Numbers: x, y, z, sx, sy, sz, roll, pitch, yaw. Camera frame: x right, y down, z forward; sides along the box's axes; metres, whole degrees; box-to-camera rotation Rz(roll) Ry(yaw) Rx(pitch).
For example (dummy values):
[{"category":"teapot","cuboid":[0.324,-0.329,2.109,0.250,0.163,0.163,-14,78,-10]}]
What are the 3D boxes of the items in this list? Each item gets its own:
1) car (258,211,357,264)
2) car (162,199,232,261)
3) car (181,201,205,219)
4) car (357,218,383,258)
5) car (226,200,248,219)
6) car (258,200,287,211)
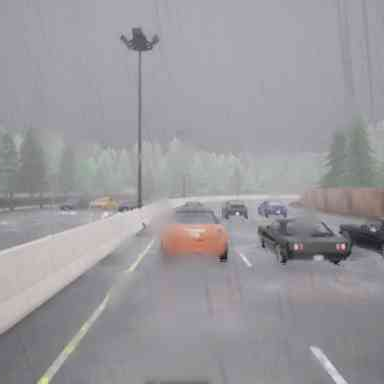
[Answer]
[{"category":"car","cuboid":[3.593,1.574,11.638,1.895,1.301,4.718,0,0,0]},{"category":"car","cuboid":[0.092,1.324,12.278,2.097,1.767,4.553,0,0,0]},{"category":"car","cuboid":[0.104,1.499,29.154,1.994,1.385,4.181,0,0,0]},{"category":"car","cuboid":[7.094,1.574,11.927,1.895,1.301,4.718,0,0,0]},{"category":"car","cuboid":[3.601,1.441,28.658,1.837,1.490,4.892,0,0,0]},{"category":"car","cuboid":[7.108,1.459,29.625,1.812,1.442,4.674,0,0,0]}]
